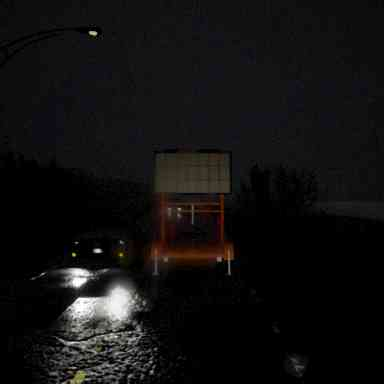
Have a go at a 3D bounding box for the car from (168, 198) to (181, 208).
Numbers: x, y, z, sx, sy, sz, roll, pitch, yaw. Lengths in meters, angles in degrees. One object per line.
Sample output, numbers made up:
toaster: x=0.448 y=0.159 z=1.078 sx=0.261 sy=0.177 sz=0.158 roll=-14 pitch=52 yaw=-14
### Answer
car: x=-2.653 y=1.616 z=50.612 sx=1.812 sy=1.442 sz=4.674 roll=0 pitch=0 yaw=0

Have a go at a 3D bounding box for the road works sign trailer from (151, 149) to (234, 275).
road works sign trailer: x=0.020 y=0.473 z=10.425 sx=2.380 sy=3.560 sz=2.880 roll=0 pitch=0 yaw=0

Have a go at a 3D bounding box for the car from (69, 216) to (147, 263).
car: x=-2.827 y=1.574 z=11.937 sx=1.994 sy=1.385 sz=4.181 roll=0 pitch=0 yaw=0
